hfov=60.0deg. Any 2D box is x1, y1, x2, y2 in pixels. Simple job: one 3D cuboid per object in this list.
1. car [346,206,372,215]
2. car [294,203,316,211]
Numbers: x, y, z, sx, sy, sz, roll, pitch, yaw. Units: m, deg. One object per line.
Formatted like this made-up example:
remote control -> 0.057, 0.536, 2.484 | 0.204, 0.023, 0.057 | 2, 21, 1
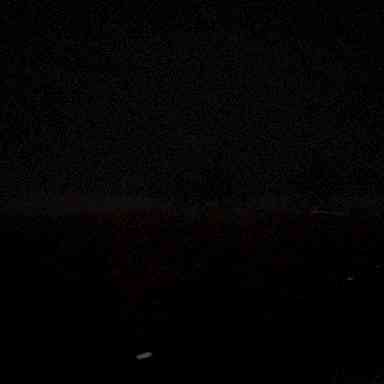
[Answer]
car -> 26.603, 2.937, 53.275 | 1.895, 1.301, 4.718 | 2, -2, -1
car -> 22.074, 3.024, 66.373 | 1.837, 1.490, 4.892 | 2, -2, -9
